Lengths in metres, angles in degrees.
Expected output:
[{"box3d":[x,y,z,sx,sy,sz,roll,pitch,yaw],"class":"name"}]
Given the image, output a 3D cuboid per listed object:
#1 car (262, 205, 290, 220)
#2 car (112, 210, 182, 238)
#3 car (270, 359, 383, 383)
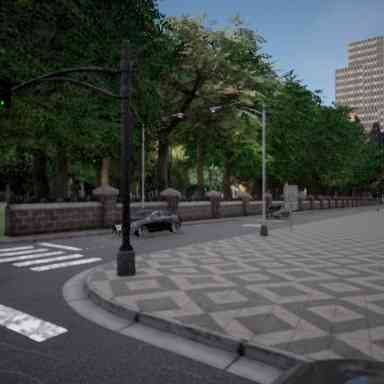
[{"box3d":[9.507,2.272,37.125,1.837,1.490,4.892,0,-1,35],"class":"car"},{"box3d":[-2.558,1.824,20.033,2.128,1.511,4.902,0,-1,36],"class":"car"},{"box3d":[2.283,1.551,1.335,4.403,1.369,2.008,0,0,36],"class":"car"}]
